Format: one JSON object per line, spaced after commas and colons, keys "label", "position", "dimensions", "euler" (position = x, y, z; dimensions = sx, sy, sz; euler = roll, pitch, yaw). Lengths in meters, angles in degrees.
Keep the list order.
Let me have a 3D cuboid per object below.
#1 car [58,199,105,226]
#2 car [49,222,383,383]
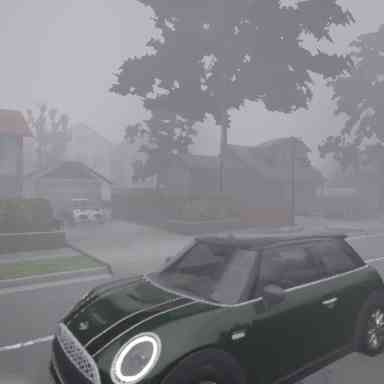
{"label": "car", "position": [-6.634, 1.168, 19.898], "dimensions": [1.970, 1.475, 3.806], "euler": [0, 0, -35]}
{"label": "car", "position": [0.613, 1.353, 4.430], "dimensions": [4.553, 1.767, 2.097], "euler": [0, 0, -36]}
